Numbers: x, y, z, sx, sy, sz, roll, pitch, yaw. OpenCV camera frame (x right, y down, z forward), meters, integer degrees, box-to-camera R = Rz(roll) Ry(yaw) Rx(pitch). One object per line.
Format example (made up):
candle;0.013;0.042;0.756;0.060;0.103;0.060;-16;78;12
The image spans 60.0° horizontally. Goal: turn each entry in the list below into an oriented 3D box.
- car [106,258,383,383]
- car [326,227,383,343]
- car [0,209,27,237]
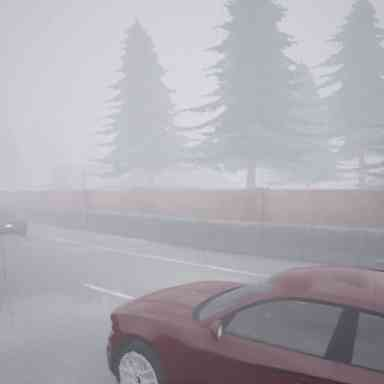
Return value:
car;1.300;1.486;3.161;5.008;1.535;1.882;0;0;36
car;4.825;1.508;4.928;4.902;1.511;2.128;0;0;35
car;-10.255;1.587;17.306;4.181;1.385;1.994;0;0;43
